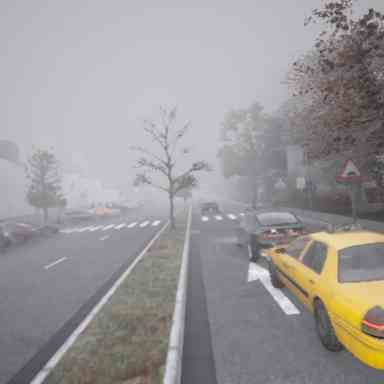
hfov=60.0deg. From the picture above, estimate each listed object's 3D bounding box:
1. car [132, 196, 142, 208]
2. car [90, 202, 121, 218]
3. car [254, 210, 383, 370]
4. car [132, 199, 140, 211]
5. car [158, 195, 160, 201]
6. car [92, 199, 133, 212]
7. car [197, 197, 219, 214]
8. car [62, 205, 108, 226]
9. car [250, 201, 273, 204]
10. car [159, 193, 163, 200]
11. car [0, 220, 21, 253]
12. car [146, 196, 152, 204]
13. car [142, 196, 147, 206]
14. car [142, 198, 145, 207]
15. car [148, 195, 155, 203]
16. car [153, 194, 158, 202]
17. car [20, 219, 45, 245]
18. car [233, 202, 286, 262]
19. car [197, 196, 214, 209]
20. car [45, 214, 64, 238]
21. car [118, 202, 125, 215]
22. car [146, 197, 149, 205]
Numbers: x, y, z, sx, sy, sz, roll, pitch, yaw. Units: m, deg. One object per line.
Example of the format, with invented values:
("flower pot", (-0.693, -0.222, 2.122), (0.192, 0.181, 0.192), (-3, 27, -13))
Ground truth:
("car", (-11.982, 2.360, 56.727), (5.566, 2.045, 2.435), (-6, 1, -20))
("car", (-12.139, 2.677, 41.654), (5.366, 1.575, 1.946), (-6, 0, -20))
("car", (2.636, 1.314, 5.920), (1.801, 1.575, 5.366), (-5, 0, 0))
("car", (-11.768, 2.608, 53.800), (5.366, 1.575, 1.946), (-6, 0, -20))
("car", (-11.716, 2.240, 83.822), (5.366, 1.575, 1.946), (-6, 1, -20))
("car", (-11.951, 2.405, 47.746), (5.566, 2.045, 2.435), (-6, 0, -20))
("car", (1.837, 1.477, 35.284), (1.837, 1.490, 4.892), (-5, 0, 1))
("car", (-11.956, 2.686, 35.730), (4.792, 1.488, 2.163), (-6, 0, -20))
("car", (4.878, 1.296, 23.449), (1.895, 1.301, 4.718), (-5, 0, 0))
("car", (-11.924, 1.906, 92.736), (5.566, 2.045, 2.435), (-6, 1, -20))
("car", (-12.017, 2.511, 17.734), (4.553, 1.767, 2.185), (-6, 0, -20))
("car", (-11.900, 2.433, 71.752), (5.008, 1.535, 2.097), (-6, 1, -20))
("car", (-11.959, 2.393, 65.740), (4.553, 1.767, 2.185), (-6, 1, -20))
("car", (-11.920, 2.594, 62.753), (4.674, 1.452, 2.002), (-6, 0, -20))
("car", (-11.870, 2.372, 77.768), (4.792, 1.488, 2.163), (-6, 1, -20))
("car", (-11.895, 2.051, 80.767), (5.566, 2.045, 2.435), (-6, 1, -20))
("car", (-12.018, 2.682, 20.706), (4.674, 1.452, 2.002), (-6, 0, -20))
("car", (2.653, 1.371, 11.731), (1.837, 1.490, 4.892), (-5, 0, 0))
("car", (1.841, 1.462, 47.976), (2.128, 1.511, 4.902), (-5, 0, 0))
("car", (-11.990, 2.673, 23.724), (4.792, 1.488, 2.163), (-6, 0, -20))
("car", (-11.961, 2.701, 44.727), (4.674, 1.452, 2.002), (-6, 0, -20))
("car", (-11.910, 2.516, 68.752), (4.674, 1.452, 2.002), (-6, 1, -20))
